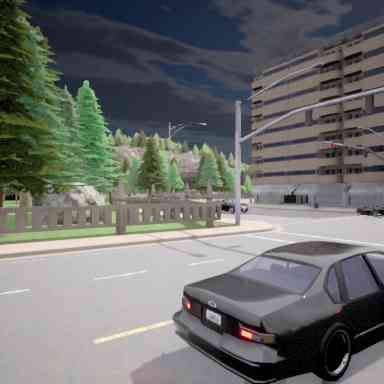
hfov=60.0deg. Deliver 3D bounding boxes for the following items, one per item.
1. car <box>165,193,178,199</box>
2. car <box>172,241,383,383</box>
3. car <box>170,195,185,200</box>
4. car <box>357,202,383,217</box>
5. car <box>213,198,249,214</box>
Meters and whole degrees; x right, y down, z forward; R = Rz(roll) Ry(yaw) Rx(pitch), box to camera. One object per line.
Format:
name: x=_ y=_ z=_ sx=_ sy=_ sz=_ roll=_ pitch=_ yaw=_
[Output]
car: x=-3.538 y=1.168 z=59.121 sx=2.150 sy=2.045 sz=5.566 roll=0 pitch=0 yaw=1
car: x=2.312 y=1.547 z=5.438 sx=5.357 sy=1.411 sz=2.033 roll=0 pitch=0 yaw=-35
car: x=-1.063 y=1.492 z=44.349 sx=2.033 sy=1.411 sz=5.357 roll=0 pitch=0 yaw=-19
car: x=17.585 y=1.502 z=29.323 sx=5.357 sy=1.411 sz=2.033 roll=0 pitch=1 yaw=10
car: x=3.877 y=1.436 z=34.920 sx=2.128 sy=1.511 sz=4.902 roll=0 pitch=0 yaw=-32
